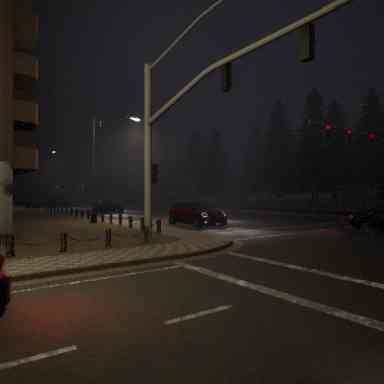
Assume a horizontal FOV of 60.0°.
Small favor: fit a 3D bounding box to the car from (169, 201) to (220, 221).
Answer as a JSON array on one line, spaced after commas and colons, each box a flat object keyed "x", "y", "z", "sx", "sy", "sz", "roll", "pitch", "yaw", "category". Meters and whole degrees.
[{"x": 0.117, "y": 1.562, "z": 28.784, "sx": 1.837, "sy": 1.490, "sz": 4.892, "roll": 0, "pitch": 0, "yaw": -36, "category": "car"}]

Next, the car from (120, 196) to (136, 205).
[{"x": -11.461, "y": 1.408, "z": 57.183, "sx": 2.097, "sy": 1.767, "sz": 4.553, "roll": 0, "pitch": 0, "yaw": -36, "category": "car"}]

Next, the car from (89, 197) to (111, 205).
[{"x": -12.034, "y": 1.656, "z": 45.688, "sx": 1.895, "sy": 1.301, "sz": 4.718, "roll": 0, "pitch": 0, "yaw": -36, "category": "car"}]

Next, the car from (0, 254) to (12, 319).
[{"x": -5.260, "y": 1.477, "z": 4.433, "sx": 5.008, "sy": 1.535, "sz": 1.882, "roll": 0, "pitch": 0, "yaw": -35, "category": "car"}]

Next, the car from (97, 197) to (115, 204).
[{"x": -16.723, "y": 1.656, "z": 64.459, "sx": 1.895, "sy": 1.301, "sz": 4.718, "roll": 0, "pitch": 0, "yaw": -36, "category": "car"}]

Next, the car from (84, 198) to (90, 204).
[{"x": -18.049, "y": 1.656, "z": 60.339, "sx": 1.895, "sy": 1.301, "sz": 4.718, "roll": 0, "pitch": 0, "yaw": -36, "category": "car"}]

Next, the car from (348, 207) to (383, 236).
[{"x": 10.659, "y": 1.518, "z": 16.974, "sx": 4.902, "sy": 1.511, "sz": 2.128, "roll": 0, "pitch": 0, "yaw": 33, "category": "car"}]

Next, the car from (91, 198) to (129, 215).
[{"x": -8.709, "y": 1.619, "z": 35.055, "sx": 1.994, "sy": 1.385, "sz": 4.181, "roll": 0, "pitch": 0, "yaw": -36, "category": "car"}]

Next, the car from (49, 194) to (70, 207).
[{"x": -20.790, "y": 1.356, "z": 51.996, "sx": 2.150, "sy": 2.045, "sz": 5.566, "roll": 0, "pitch": 0, "yaw": -36, "category": "car"}]

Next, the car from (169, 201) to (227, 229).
[{"x": 0.316, "y": 1.408, "z": 22.519, "sx": 2.097, "sy": 1.767, "sz": 4.553, "roll": 0, "pitch": 0, "yaw": -36, "category": "car"}]
